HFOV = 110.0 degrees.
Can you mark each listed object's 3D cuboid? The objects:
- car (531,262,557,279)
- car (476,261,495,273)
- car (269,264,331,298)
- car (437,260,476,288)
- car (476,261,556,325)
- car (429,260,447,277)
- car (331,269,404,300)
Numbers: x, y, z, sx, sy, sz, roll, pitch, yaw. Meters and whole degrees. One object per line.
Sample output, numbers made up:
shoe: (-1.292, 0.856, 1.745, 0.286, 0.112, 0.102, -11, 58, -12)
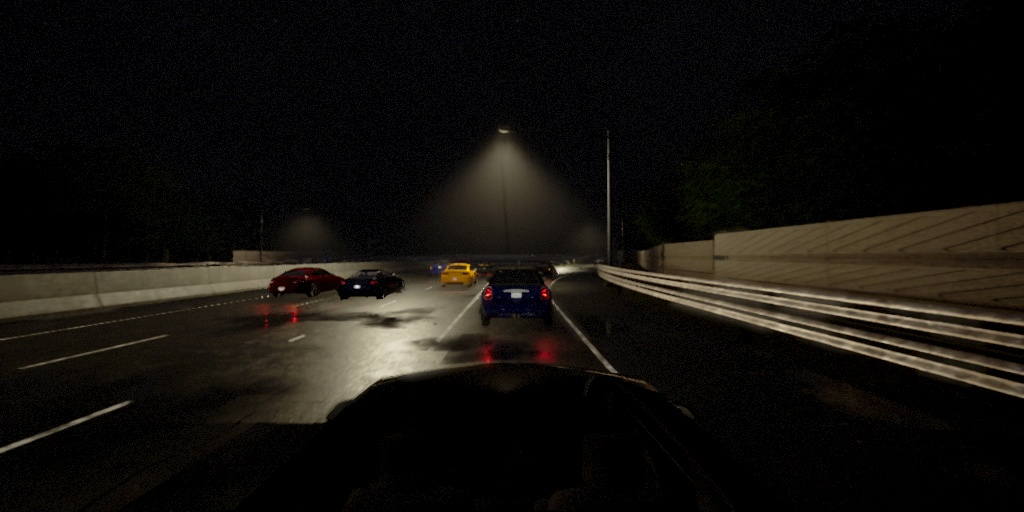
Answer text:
car: (3.157, 1.346, 34.567, 1.812, 1.442, 4.674, 0, 0, 14)
car: (-3.492, 1.398, 47.929, 2.128, 1.511, 4.902, 0, 0, 0)
car: (-10.384, 1.307, 18.468, 1.812, 1.442, 4.674, 0, 0, 0)
car: (-3.496, 1.270, 24.386, 1.882, 1.535, 5.008, 0, 0, 0)
car: (0.155, 1.120, 12.103, 2.097, 1.767, 4.553, 0, 0, 1)
car: (-6.895, 1.178, 36.236, 2.097, 1.767, 4.553, 0, 0, 0)
car: (-6.897, 1.344, 17.981, 1.994, 1.385, 4.181, 0, 0, 0)
